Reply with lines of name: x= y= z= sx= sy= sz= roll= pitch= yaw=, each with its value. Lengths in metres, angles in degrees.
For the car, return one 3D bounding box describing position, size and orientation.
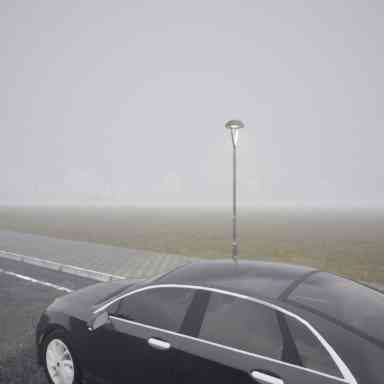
car: x=0.263 y=1.506 z=3.522 sx=4.892 sy=1.490 sz=1.837 roll=0 pitch=0 yaw=36
